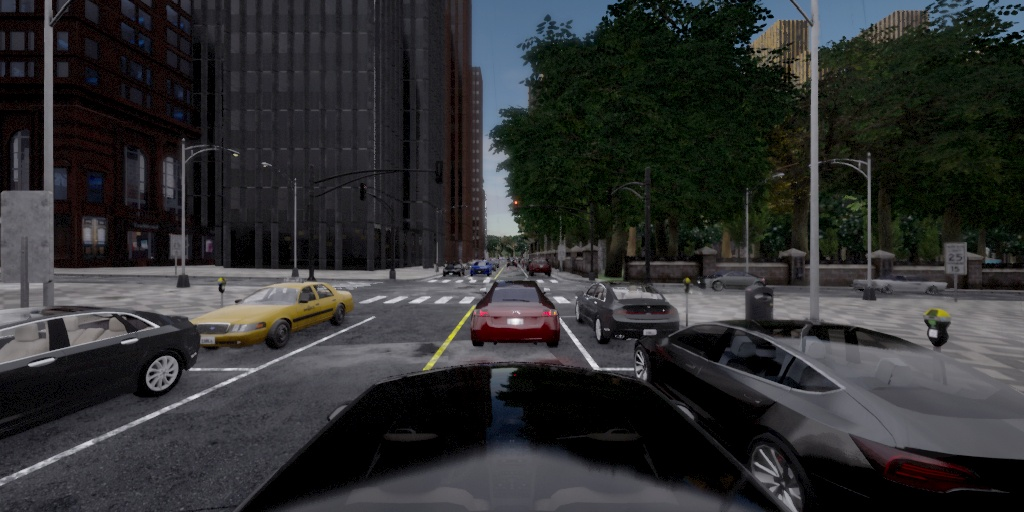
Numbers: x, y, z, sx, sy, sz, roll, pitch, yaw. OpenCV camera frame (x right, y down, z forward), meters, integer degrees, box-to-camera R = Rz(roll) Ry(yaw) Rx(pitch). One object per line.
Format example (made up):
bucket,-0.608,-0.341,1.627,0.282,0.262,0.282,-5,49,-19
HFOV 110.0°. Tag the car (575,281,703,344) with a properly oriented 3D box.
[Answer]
car,2.763,1.301,9.361,2.007,1.370,4.403,0,0,0

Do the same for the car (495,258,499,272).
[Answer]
car,-3.088,1.336,46.596,1.994,1.385,4.181,0,0,0

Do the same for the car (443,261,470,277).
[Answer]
car,-5.760,1.327,36.017,1.948,1.339,4.313,0,0,0

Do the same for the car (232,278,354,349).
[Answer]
car,-5.762,1.275,9.182,1.751,1.417,4.829,0,0,0

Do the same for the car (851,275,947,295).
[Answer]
car,25.978,1.908,24.224,4.718,1.301,1.895,1,0,0

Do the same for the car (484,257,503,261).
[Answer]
car,-3.069,1.277,58.881,2.128,1.511,4.902,0,0,1

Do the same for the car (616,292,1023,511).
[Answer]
car,2.763,1.316,3.848,1.948,1.339,4.313,0,0,0

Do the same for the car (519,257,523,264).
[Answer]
car,2.767,1.232,63.307,1.967,1.591,4.097,0,0,0

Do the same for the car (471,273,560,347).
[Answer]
car,0.081,1.314,9.356,1.994,1.385,4.181,0,0,0

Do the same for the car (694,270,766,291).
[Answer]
car,14.597,1.638,24.162,4.181,1.385,1.994,1,0,0

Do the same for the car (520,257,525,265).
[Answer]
car,2.767,1.336,57.851,2.007,1.370,4.403,0,0,0

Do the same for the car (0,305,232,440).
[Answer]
car,-5.762,1.300,3.840,2.007,1.370,4.403,0,0,0

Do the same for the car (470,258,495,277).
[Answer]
car,-3.089,1.240,36.632,1.882,1.535,5.008,0,0,0

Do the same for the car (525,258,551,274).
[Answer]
car,2.765,1.076,36.025,2.192,1.841,5.009,0,0,0

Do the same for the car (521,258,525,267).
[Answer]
car,2.766,1.330,52.394,2.007,1.370,4.403,0,0,0

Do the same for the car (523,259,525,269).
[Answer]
car,2.766,1.339,46.938,1.948,1.339,4.313,0,0,0
